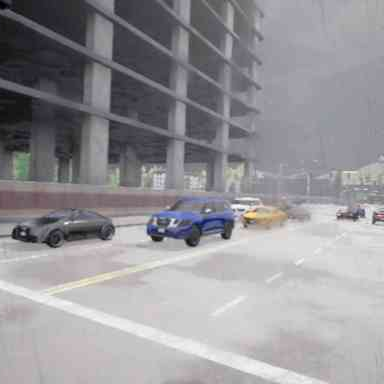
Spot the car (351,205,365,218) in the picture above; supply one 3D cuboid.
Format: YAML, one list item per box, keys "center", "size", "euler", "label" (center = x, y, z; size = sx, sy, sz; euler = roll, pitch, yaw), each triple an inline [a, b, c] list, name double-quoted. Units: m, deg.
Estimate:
- center: [22.279, 2.522, 45.319]
  size: [2.097, 1.767, 4.553]
  euler: [2, 0, 31]
  label: "car"

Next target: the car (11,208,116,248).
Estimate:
- center: [-5.193, 1.404, 13.972]
  size: [1.994, 1.385, 4.181]
  euler: [2, 0, 32]
  label: "car"

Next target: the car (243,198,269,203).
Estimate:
- center: [4.704, 1.563, 30.138]
  size: [2.150, 2.045, 5.566]
  euler: [2, 0, 32]
  label: "car"

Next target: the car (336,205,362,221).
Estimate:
- center: [17.633, 2.535, 37.623]
  size: [1.895, 1.301, 4.718]
  euler: [2, 0, 32]
  label: "car"

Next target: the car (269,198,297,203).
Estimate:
- center: [10.227, 1.843, 39.111]
  size: [2.150, 2.045, 5.566]
  euler: [2, 0, 32]
  label: "car"

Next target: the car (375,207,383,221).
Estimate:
- center: [24.289, 2.732, 41.716]
  size: [2.128, 1.511, 4.902]
  euler: [2, 0, 31]
  label: "car"

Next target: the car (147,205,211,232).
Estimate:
- center: [-0.688, 1.595, 21.340]
  size: [1.812, 1.442, 4.674]
  euler: [2, 0, 31]
  label: "car"

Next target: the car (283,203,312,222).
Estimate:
- center: [10.453, 2.128, 32.835]
  size: [1.812, 1.442, 4.674]
  euler: [2, 0, 32]
  label: "car"

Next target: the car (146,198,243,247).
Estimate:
- center: [0.188, 1.303, 16.047]
  size: [2.150, 2.045, 5.566]
  euler: [2, 0, 31]
  label: "car"

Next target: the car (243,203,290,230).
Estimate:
- center: [5.388, 1.823, 24.572]
  size: [1.882, 1.535, 5.008]
  euler: [2, 0, 32]
  label: "car"

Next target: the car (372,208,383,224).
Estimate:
- center: [19.385, 2.483, 33.688]
  size: [2.128, 1.511, 4.902]
  euler: [2, 0, 31]
  label: "car"
